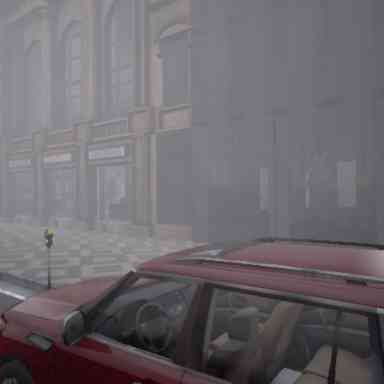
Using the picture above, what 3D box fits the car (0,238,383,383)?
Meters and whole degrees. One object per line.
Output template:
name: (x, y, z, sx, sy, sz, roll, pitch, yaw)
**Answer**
car: (0.407, 1.315, 2.569, 5.009, 1.841, 2.192, 0, -1, 36)
